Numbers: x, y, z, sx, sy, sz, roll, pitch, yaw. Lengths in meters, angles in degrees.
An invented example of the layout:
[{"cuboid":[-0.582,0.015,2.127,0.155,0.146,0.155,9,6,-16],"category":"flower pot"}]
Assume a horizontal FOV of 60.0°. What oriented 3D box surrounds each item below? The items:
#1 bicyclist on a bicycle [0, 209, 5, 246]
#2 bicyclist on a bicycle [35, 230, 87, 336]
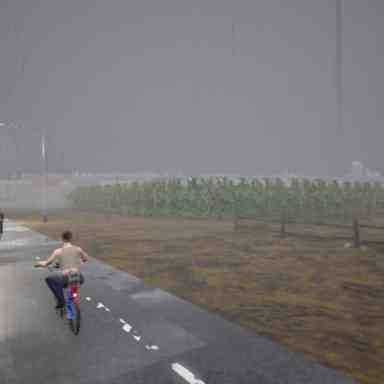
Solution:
[{"cuboid":[-8.619,1.552,14.851,0.582,1.620,1.656,-1,0,-35],"category":"bicyclist on a bicycle"},{"cuboid":[-2.132,1.443,5.609,0.866,1.612,1.509,-1,0,-35],"category":"bicyclist on a bicycle"}]
